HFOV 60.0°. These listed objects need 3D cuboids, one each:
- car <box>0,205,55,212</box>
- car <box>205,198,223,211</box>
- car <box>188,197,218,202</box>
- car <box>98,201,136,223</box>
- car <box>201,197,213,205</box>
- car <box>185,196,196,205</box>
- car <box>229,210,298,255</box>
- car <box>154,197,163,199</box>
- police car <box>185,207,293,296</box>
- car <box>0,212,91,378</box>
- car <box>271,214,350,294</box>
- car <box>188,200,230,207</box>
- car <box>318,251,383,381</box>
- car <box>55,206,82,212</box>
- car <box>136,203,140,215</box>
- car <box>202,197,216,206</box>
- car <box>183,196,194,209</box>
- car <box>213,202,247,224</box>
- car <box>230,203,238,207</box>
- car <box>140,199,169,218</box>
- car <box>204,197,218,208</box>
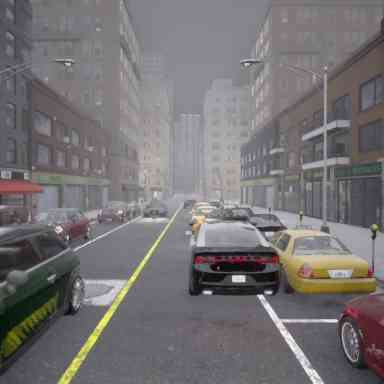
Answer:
[{"bbox_3d":[-5.711,1.312,8.456,2.192,1.841,5.009,-1,0,0],"label":"car"},{"bbox_3d":[2.692,1.529,42.006,2.008,1.369,4.403,-1,0,0],"label":"car"},{"bbox_3d":[0.798,1.446,24.901,1.801,1.575,5.366,0,0,0],"label":"car"},{"bbox_3d":[-5.780,1.430,25.212,1.967,1.590,4.097,-1,0,0],"label":"car"},{"bbox_3d":[2.626,1.543,58.764,1.802,1.307,4.206,-1,0,0],"label":"car"},{"bbox_3d":[-0.246,1.438,59.355,1.882,1.535,5.008,0,0,0],"label":"car"},{"bbox_3d":[2.803,1.561,14.077,1.947,1.339,4.313,-1,0,0],"label":"car"},{"bbox_3d":[-5.919,1.506,58.727,1.887,1.381,4.507,-1,0,0],"label":"car"},{"bbox_3d":[0.866,1.423,8.820,1.930,1.638,5.238,0,0,0],"label":"police car"},{"bbox_3d":[-3.114,1.351,4.489,2.097,1.767,4.553,0,0,0],"label":"car"},{"bbox_3d":[2.824,1.523,8.661,1.752,1.417,4.829,-1,0,0],"label":"car"},{"bbox_3d":[0.824,1.449,18.900,1.801,1.575,5.366,0,0,0],"label":"car"},{"bbox_3d":[2.848,1.581,2.905,1.802,1.307,4.206,-1,0,0],"label":"car"},{"bbox_3d":[-5.733,1.435,14.041,1.967,1.590,4.097,-1,0,0],"label":"car"},{"bbox_3d":[-5.802,1.569,30.798,1.802,1.307,4.206,-1,0,0],"label":"car"},{"bbox_3d":[2.648,1.533,53.178,1.947,1.339,4.313,-1,0,0],"label":"car"},{"bbox_3d":[-0.176,1.480,45.612,1.837,1.490,4.892,0,0,0],"label":"car"},{"bbox_3d":[2.759,1.541,25.249,2.008,1.369,4.403,-1,0,0],"label":"car"},{"bbox_3d":[2.781,1.559,19.663,1.947,1.339,4.313,-1,0,0],"label":"car"},{"bbox_3d":[-3.123,1.552,29.505,1.994,1.385,4.181,0,0,0],"label":"car"},{"bbox_3d":[2.669,1.498,47.762,1.752,1.417,4.829,-1,0,0],"label":"car"}]
